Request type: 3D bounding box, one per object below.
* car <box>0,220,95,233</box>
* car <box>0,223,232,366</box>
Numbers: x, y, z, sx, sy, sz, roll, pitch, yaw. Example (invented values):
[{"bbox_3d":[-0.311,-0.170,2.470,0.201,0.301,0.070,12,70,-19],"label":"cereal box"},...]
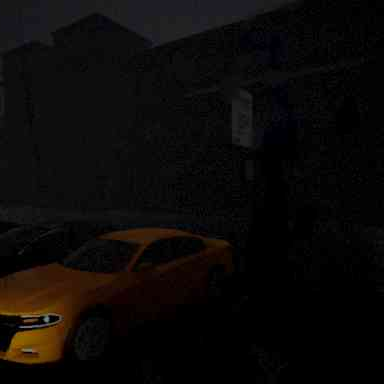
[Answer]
[{"bbox_3d":[-3.446,1.451,7.822,2.231,1.521,4.892,0,0,36],"label":"car"},{"bbox_3d":[-1.082,1.460,6.134,2.097,1.535,5.008,0,0,36],"label":"car"}]
